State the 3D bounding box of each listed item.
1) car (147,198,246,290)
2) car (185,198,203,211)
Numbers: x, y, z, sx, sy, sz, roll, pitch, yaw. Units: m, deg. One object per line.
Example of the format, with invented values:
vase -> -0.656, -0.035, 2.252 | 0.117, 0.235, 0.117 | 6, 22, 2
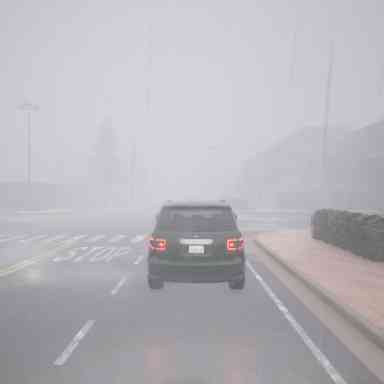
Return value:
car -> 0.119, 1.221, 9.221 | 2.150, 2.045, 5.566 | 0, 0, 1
car -> 0.243, 1.491, 42.035 | 2.128, 1.511, 4.902 | 0, 0, 1
